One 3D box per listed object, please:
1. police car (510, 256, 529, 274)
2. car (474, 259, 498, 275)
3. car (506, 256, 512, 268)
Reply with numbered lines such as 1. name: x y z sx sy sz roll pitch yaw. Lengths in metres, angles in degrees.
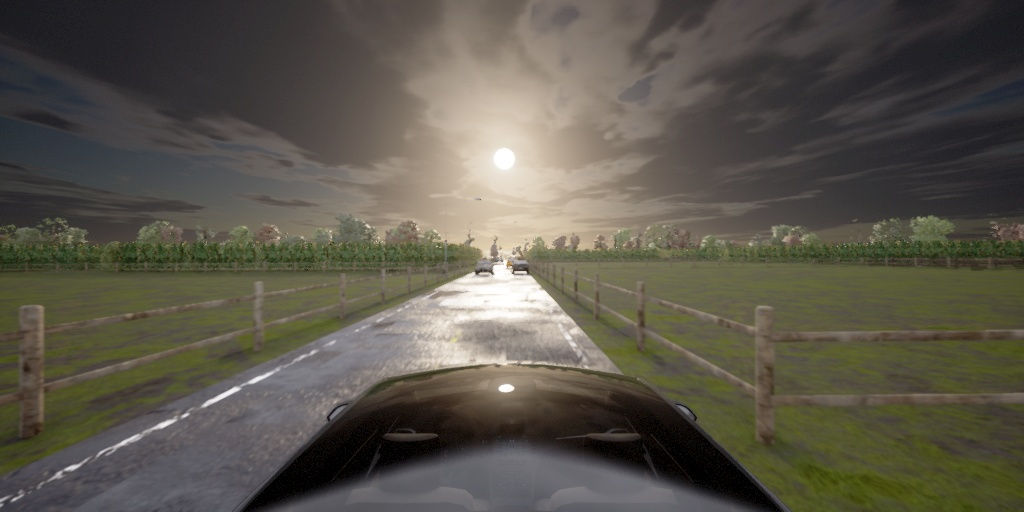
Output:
1. police car: 0.968 1.151 41.429 1.930 1.638 5.238 0 0 0
2. car: -2.834 1.236 37.905 1.837 1.490 4.892 0 0 0
3. car: 0.008 1.181 60.443 1.882 1.535 5.008 0 0 0
